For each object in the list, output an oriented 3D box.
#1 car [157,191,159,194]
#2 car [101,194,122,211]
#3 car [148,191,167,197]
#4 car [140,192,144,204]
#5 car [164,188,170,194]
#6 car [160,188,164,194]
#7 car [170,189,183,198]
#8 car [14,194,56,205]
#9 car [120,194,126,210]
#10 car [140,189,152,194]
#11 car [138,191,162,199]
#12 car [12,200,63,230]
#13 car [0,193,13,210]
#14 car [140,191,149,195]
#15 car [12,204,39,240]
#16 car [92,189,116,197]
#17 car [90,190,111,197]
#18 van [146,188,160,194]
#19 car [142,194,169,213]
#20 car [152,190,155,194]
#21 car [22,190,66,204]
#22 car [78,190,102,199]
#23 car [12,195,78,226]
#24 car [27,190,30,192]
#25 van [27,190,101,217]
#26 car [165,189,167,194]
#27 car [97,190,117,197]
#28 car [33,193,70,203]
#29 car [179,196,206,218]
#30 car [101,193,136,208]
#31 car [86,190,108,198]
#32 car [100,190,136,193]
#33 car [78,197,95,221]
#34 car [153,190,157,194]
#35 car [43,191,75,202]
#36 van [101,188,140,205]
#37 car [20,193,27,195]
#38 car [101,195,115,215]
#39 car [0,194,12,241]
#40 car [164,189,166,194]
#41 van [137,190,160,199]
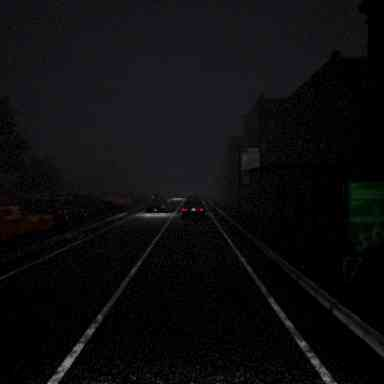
[{"bbox_3d":[-9.210,0.823,61.412,4.892,1.521,2.231,0,1,0],"label":"car"},{"bbox_3d":[-9.457,1.224,30.798,5.008,1.535,2.097,0,1,0],"label":"car"},{"bbox_3d":[-9.033,0.509,86.317,4.674,1.452,2.002,-1,1,1],"label":"car"},{"bbox_3d":[-9.321,1.078,44.714,4.792,1.488,2.163,0,1,0],"label":"car"},{"bbox_3d":[-8.853,0.504,83.673,5.366,1.575,1.946,0,1,0],"label":"car"},{"bbox_3d":[-9.144,0.492,66.974,5.566,2.045,2.435,0,1,0],"label":"car"},{"bbox_3d":[-3.034,0.642,73.554,2.128,1.511,4.902,0,1,0],"label":"car"},{"bbox_3d":[-22.413,1.009,47.582,5.008,1.535,2.097,0,1,0],"label":"car"},{"bbox_3d":[-9.442,1.231,33.582,4.674,1.452,2.002,0,1,0],"label":"car"},{"bbox_3d":[-9.253,0.812,53.060,4.553,1.767,2.185,0,1,0],"label":"car"},{"bbox_3d":[-9.121,0.666,72.543,4.892,1.521,2.231,0,1,0],"label":"car"},{"bbox_3d":[-9.759,1.387,16.884,5.366,1.575,1.946,0,1,0],"label":"car"},{"bbox_3d":[-22.466,1.027,36.442,4.553,1.767,2.185,0,1,0],"label":"car"},{"bbox_3d":[-9.309,1.015,50.280,4.674,1.452,2.002,0,1,0],"label":"car"},{"bbox_3d":[-9.591,1.422,14.100,5.008,1.535,2.097,0,1,0],"label":"car"},{"bbox_3d":[-22.147,0.253,83.779,5.566,2.045,2.435,0,1,0],"label":"car"},{"bbox_3d":[-22.172,0.420,80.871,4.553,1.767,2.185,0,1,0],"label":"car"},{"bbox_3d":[-9.078,0.557,64.191,4.442,1.987,1.878,0,1,0],"label":"van"},{"bbox_3d":[-3.306,1.228,32.855,2.033,1.411,5.357,0,1,0],"label":"car"},{"bbox_3d":[-9.268,0.900,55.847,4.892,1.521,2.231,0,1,0],"label":"car"},{"bbox_3d":[-22.358,0.721,50.365,5.566,2.045,2.435,0,1,0],"label":"car"},{"bbox_3d":[-22.176,0.536,72.642,4.553,1.767,2.185,0,1,0],"label":"car"},{"bbox_3d":[-9.521,1.233,19.539,4.553,1.767,2.185,0,1,0],"label":"car"},{"bbox_3d":[-22.398,0.921,44.795,4.553,1.767,2.185,0,1,0],"label":"car"},{"bbox_3d":[-9.623,1.066,25.230,4.442,1.987,1.878,0,1,0],"label":"van"},{"bbox_3d":[-9.090,0.576,80.893,4.792,1.488,2.163,0,1,0],"label":"car"},{"bbox_3d":[-22.065,0.339,86.566,4.553,1.767,2.185,0,1,0],"label":"car"},{"bbox_3d":[-22.370,0.936,53.152,4.892,1.521,2.231,0,1,0],"label":"car"},{"bbox_3d":[0.127,1.302,26.688,2.033,1.411,5.357,0,1,0],"label":"car"},{"bbox_3d":[-9.232,1.152,36.363,5.366,1.575,1.946,0,1,0],"label":"car"},{"bbox_3d":[-22.195,0.459,78.087,4.553,1.767,2.185,0,1,0],"label":"car"},{"bbox_3d":[-9.364,0.994,39.146,4.553,1.767,2.185,0,1,0],"label":"car"},{"bbox_3d":[-9.535,1.326,22.449,4.892,1.521,2.231,0,1,0],"label":"car"},{"bbox_3d":[-9.425,0.857,58.631,5.366,1.575,1.946,0,1,0],"label":"car"},{"bbox_3d":[-22.372,0.771,55.936,4.553,1.767,2.185,0,1,0],"label":"car"},{"bbox_3d":[-9.256,0.860,41.864,4.442,1.987,1.878,0,1,0],"label":"van"},{"bbox_3d":[-22.478,1.158,39.229,4.674,1.452,2.002,0,1,0],"label":"car"},{"bbox_3d":[-9.490,1.258,28.015,5.008,1.535,2.097,0,1,0],"label":"car"},{"bbox_3d":[-9.646,1.204,11.314,5.566,2.045,2.435,0,1,0],"label":"car"},{"bbox_3d":[-9.086,0.626,78.110,4.674,1.452,2.002,0,1,0],"label":"car"},{"bbox_3d":[-9.035,0.480,69.632,4.442,1.987,1.878,0,1,0],"label":"van"}]
